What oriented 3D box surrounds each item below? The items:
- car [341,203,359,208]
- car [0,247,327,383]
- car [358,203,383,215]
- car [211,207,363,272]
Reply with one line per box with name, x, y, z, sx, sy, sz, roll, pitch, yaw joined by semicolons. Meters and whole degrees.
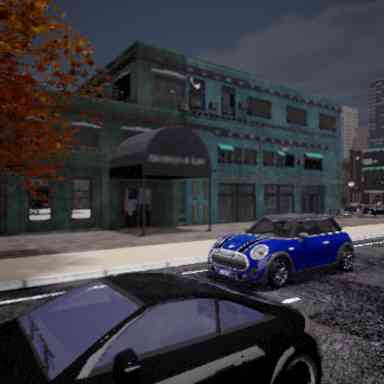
car;25.651;2.424;53.021;2.008;1.369;4.403;-1;0;-36
car;-0.628;1.581;3.249;4.181;1.385;1.994;1;-1;-36
car;23.638;2.325;41.281;1.947;1.339;4.313;-1;0;-36
car;2.653;1.443;9.621;4.553;1.767;2.097;1;0;-36
